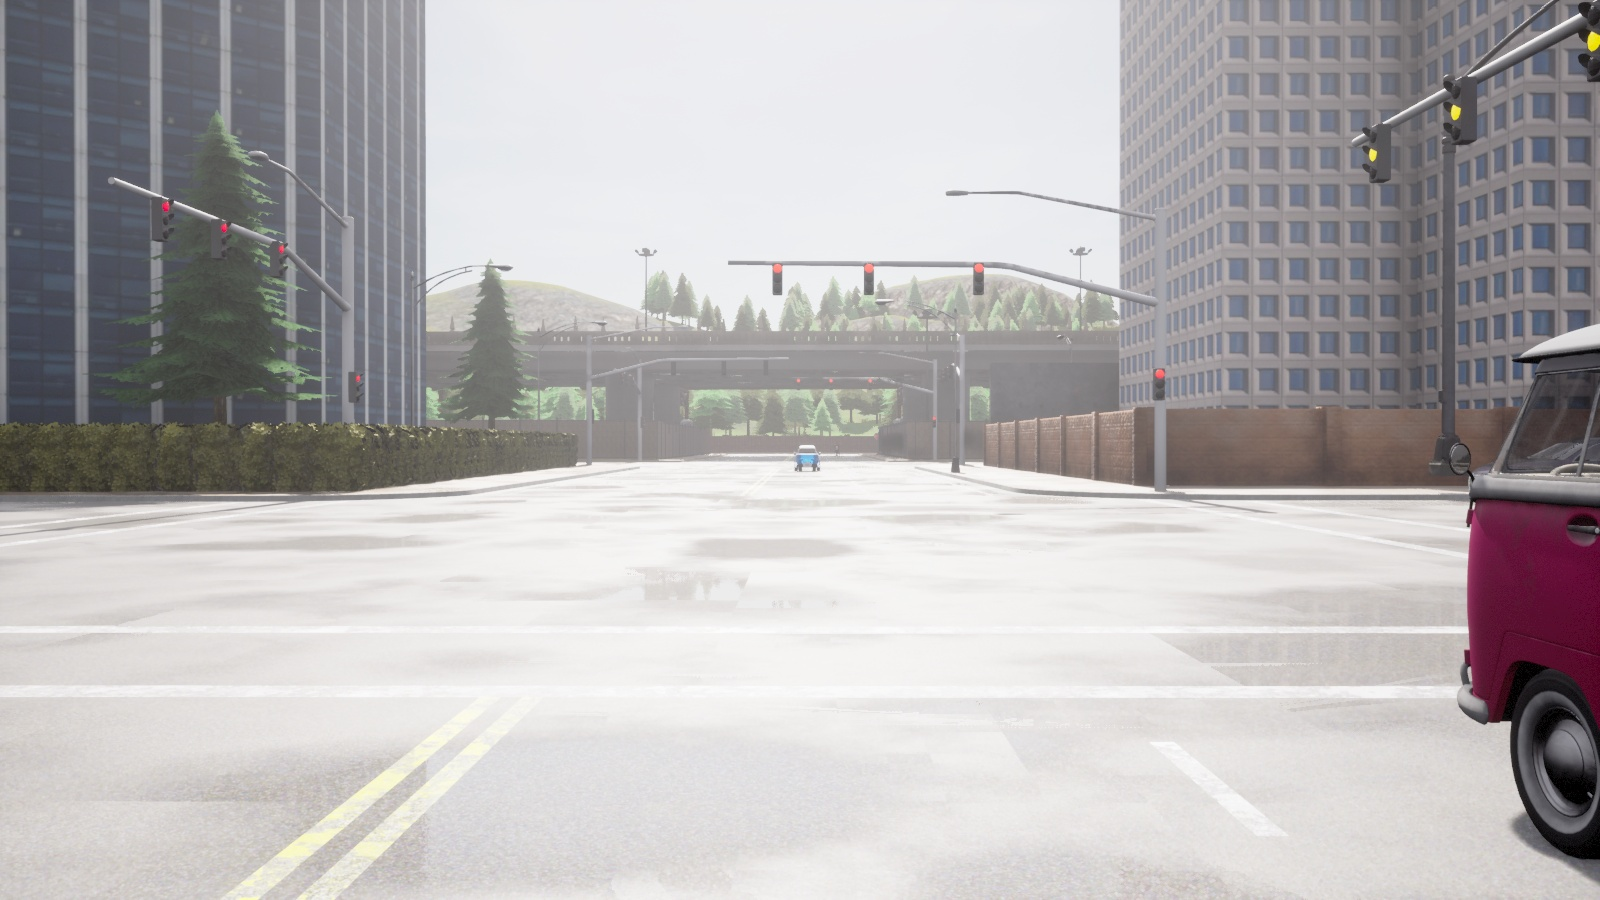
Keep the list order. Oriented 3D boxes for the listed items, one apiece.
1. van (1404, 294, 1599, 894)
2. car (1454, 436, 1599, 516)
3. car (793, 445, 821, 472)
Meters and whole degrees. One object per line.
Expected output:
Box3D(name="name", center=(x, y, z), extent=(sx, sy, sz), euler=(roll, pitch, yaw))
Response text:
Box3D(name="van", center=(3.533, 0.483, 3.300), extent=(1.775, 1.987, 4.442), euler=(0, 0, 0))
Box3D(name="car", center=(17.088, 0.537, 27.131), extent=(4.856, 1.649, 2.033), euler=(0, 0, 1))
Box3D(name="car", center=(0.383, 0.426, 66.471), extent=(1.481, 1.376, 2.207), euler=(0, 1, 0))
